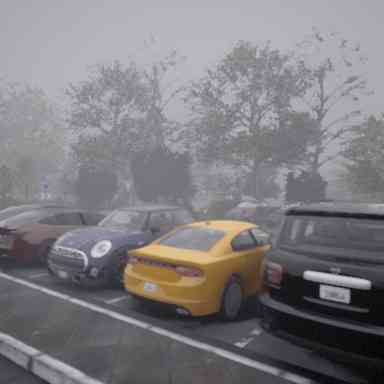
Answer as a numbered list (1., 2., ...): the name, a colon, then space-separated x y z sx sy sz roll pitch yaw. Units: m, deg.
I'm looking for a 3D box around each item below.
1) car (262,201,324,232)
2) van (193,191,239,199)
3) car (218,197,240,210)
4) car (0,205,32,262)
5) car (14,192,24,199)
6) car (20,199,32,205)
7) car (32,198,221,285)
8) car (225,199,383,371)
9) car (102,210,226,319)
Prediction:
1. car: 6.073 1.327 19.612 2.002 1.452 4.674 2 1 36
2. van: 1.588 0.925 22.710 1.878 1.987 4.442 2 2 36
3. car: 3.820 1.257 21.248 2.002 1.452 4.674 2 1 36
4. car: -3.696 1.256 10.574 2.163 1.488 4.792 2 1 36
5. car: -20.438 1.040 38.510 2.097 1.535 5.008 2 1 36
6. car: -5.981 1.185 12.163 2.163 1.488 4.792 2 1 36
7. car: -1.438 1.171 8.936 2.185 1.767 4.553 2 1 36
8. car: 3.069 1.163 5.658 2.435 2.045 5.566 1 1 36
9. car: 0.786 1.360 7.275 2.097 1.535 5.008 1 1 36
